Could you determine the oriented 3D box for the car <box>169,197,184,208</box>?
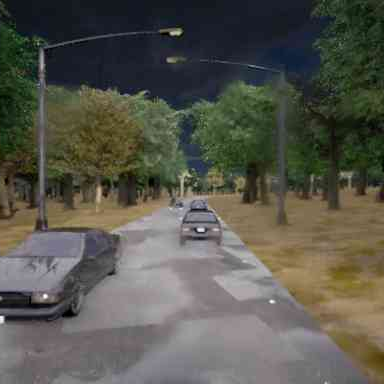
[{"bbox_3d":[-2.295,1.526,49.352,1.837,1.490,4.892,0,0,1],"label":"car"}]

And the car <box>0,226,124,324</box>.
[{"bbox_3d":[-2.936,1.544,7.697,2.033,1.411,5.357,0,0,1],"label":"car"}]

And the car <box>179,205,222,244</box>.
[{"bbox_3d":[0.383,1.546,15.656,2.033,1.411,5.357,0,0,1],"label":"car"}]

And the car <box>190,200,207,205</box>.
[{"bbox_3d":[0.711,1.574,37.968,1.994,1.385,4.181,0,0,1],"label":"car"}]
